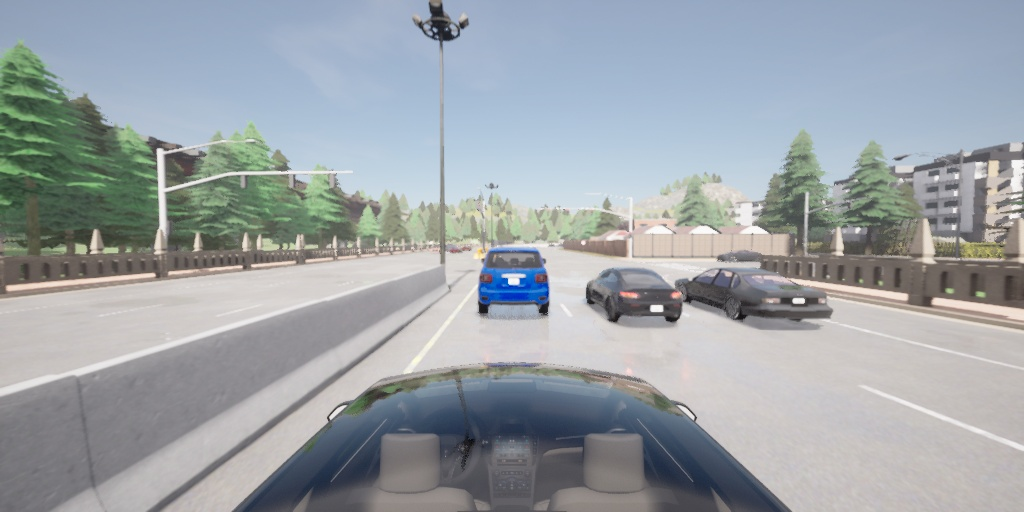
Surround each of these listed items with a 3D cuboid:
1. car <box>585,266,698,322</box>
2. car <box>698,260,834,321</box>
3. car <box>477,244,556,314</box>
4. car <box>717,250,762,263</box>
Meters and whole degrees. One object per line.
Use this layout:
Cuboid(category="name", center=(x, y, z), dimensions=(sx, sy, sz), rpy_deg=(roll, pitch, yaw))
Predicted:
Cuboid(category="car", center=(3.557, 1.040, 11.100), dimensions=(1.812, 1.442, 4.674), rpy_deg=(0, 2, 0))
Cuboid(category="car", center=(7.060, 1.054, 11.321), dimensions=(2.033, 1.411, 5.357), rpy_deg=(0, 2, 0))
Cuboid(category="car", center=(0.060, 0.681, 12.543), dimensions=(2.150, 2.045, 5.566), rpy_deg=(0, 2, 0))
Cuboid(category="car", center=(24.403, 0.009, 38.485), dimensions=(4.181, 1.385, 1.994), rpy_deg=(0, 2, 2))
